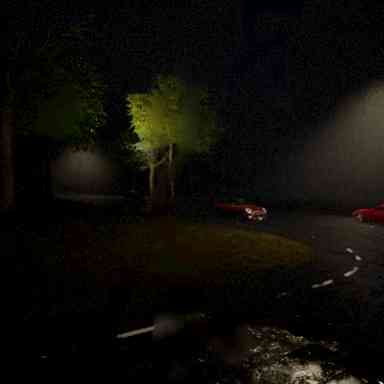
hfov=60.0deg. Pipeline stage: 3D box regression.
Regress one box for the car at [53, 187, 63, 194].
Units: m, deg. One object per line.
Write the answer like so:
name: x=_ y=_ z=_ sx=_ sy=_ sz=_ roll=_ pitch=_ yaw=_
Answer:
car: x=-33.581 y=-0.367 z=83.096 sx=1.837 sy=1.490 sz=4.892 roll=0 pitch=2 yaw=-30

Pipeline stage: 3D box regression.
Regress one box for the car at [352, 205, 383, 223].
car: x=13.580 y=1.571 z=23.096 sx=1.812 sy=1.442 sz=4.674 roll=0 pitch=2 yaw=-35

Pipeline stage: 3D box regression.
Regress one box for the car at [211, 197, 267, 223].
car: x=3.519 y=1.238 z=25.172 sx=2.097 sy=1.767 sz=4.553 roll=0 pitch=2 yaw=-35

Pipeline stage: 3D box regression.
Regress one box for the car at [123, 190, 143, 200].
car: x=-10.049 y=0.462 z=56.371 sx=2.128 sy=1.511 sz=4.902 roll=0 pitch=2 yaw=-35
